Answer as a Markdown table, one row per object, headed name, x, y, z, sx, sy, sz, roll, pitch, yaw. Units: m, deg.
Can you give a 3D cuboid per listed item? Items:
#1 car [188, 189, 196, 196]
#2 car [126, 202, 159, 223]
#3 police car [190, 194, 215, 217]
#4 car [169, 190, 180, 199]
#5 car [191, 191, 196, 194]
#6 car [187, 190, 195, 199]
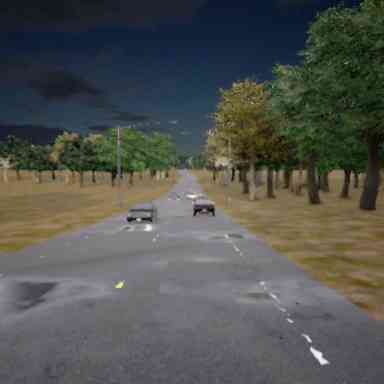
| name | x | y | z | sx | sy | sz | roll | pitch | yaw |
| --- | --- | --- | --- | --- | --- | --- | --- | --- | --- |
| car | 0.007 | 0.106 | 80.975 | 1.895 | 1.301 | 4.718 | 0 | 3 | 0 |
| car | -3.597 | 1.474 | 25.103 | 2.033 | 1.411 | 5.357 | 0 | 1 | 0 |
| police car | 1.052 | 1.292 | 30.403 | 1.930 | 1.638 | 5.238 | 0 | 1 | 0 |
| car | -3.500 | 0.472 | 66.426 | 2.097 | 1.767 | 4.553 | 0 | 2 | 0 |
| car | 1.053 | 1.057 | 46.479 | 1.801 | 1.575 | 5.366 | 0 | 1 | 0 |
| car | 0.005 | 0.741 | 65.685 | 1.895 | 1.301 | 4.718 | 0 | 2 | 0 |
